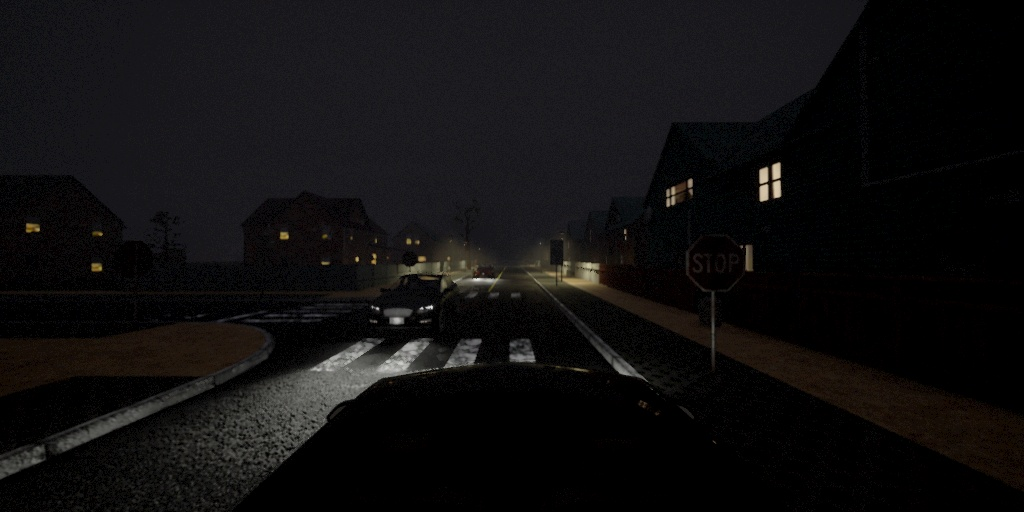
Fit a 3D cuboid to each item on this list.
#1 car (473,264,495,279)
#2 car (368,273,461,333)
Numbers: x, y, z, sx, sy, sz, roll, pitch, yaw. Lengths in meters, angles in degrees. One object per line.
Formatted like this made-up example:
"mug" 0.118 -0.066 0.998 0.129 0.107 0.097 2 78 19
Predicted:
"car" -2.728 1.490 35.696 1.994 1.385 4.181 0 0 -1
"car" -2.745 1.288 10.990 2.128 1.511 4.902 0 0 0
